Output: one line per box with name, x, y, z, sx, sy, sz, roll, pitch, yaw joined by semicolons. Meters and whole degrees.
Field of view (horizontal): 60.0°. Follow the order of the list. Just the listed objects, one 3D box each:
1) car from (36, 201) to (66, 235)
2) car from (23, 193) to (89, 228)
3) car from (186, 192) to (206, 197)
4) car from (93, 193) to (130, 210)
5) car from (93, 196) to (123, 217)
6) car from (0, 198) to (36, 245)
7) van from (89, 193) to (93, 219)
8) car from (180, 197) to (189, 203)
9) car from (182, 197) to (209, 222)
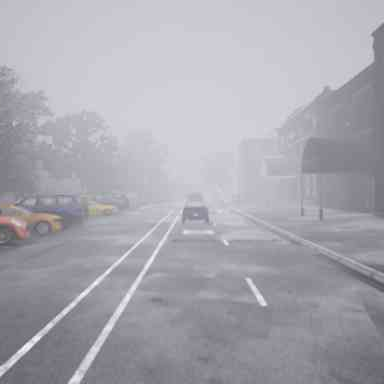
car;-9.355;1.446;17.096;5.008;1.535;2.097;-1;0;-20
car;-9.359;1.183;20.039;5.566;2.045;2.435;-1;1;-20
car;0.425;1.050;43.003;2.150;2.045;5.566;0;0;2
car;-9.225;1.120;31.905;5.566;2.045;2.435;-1;0;-20
car;-9.102;1.383;29.008;5.366;1.575;1.946;-1;0;-20
car;-9.397;1.331;14.121;4.553;1.767;2.185;-1;0;-20
van;-9.416;1.196;22.966;4.442;1.987;1.878;-1;1;-20
car;-1.928;2.070;86.401;1.994;1.385;4.181;0;-1;5
car;0.256;1.402;25.336;1.882;1.535;5.008;0;0;0
